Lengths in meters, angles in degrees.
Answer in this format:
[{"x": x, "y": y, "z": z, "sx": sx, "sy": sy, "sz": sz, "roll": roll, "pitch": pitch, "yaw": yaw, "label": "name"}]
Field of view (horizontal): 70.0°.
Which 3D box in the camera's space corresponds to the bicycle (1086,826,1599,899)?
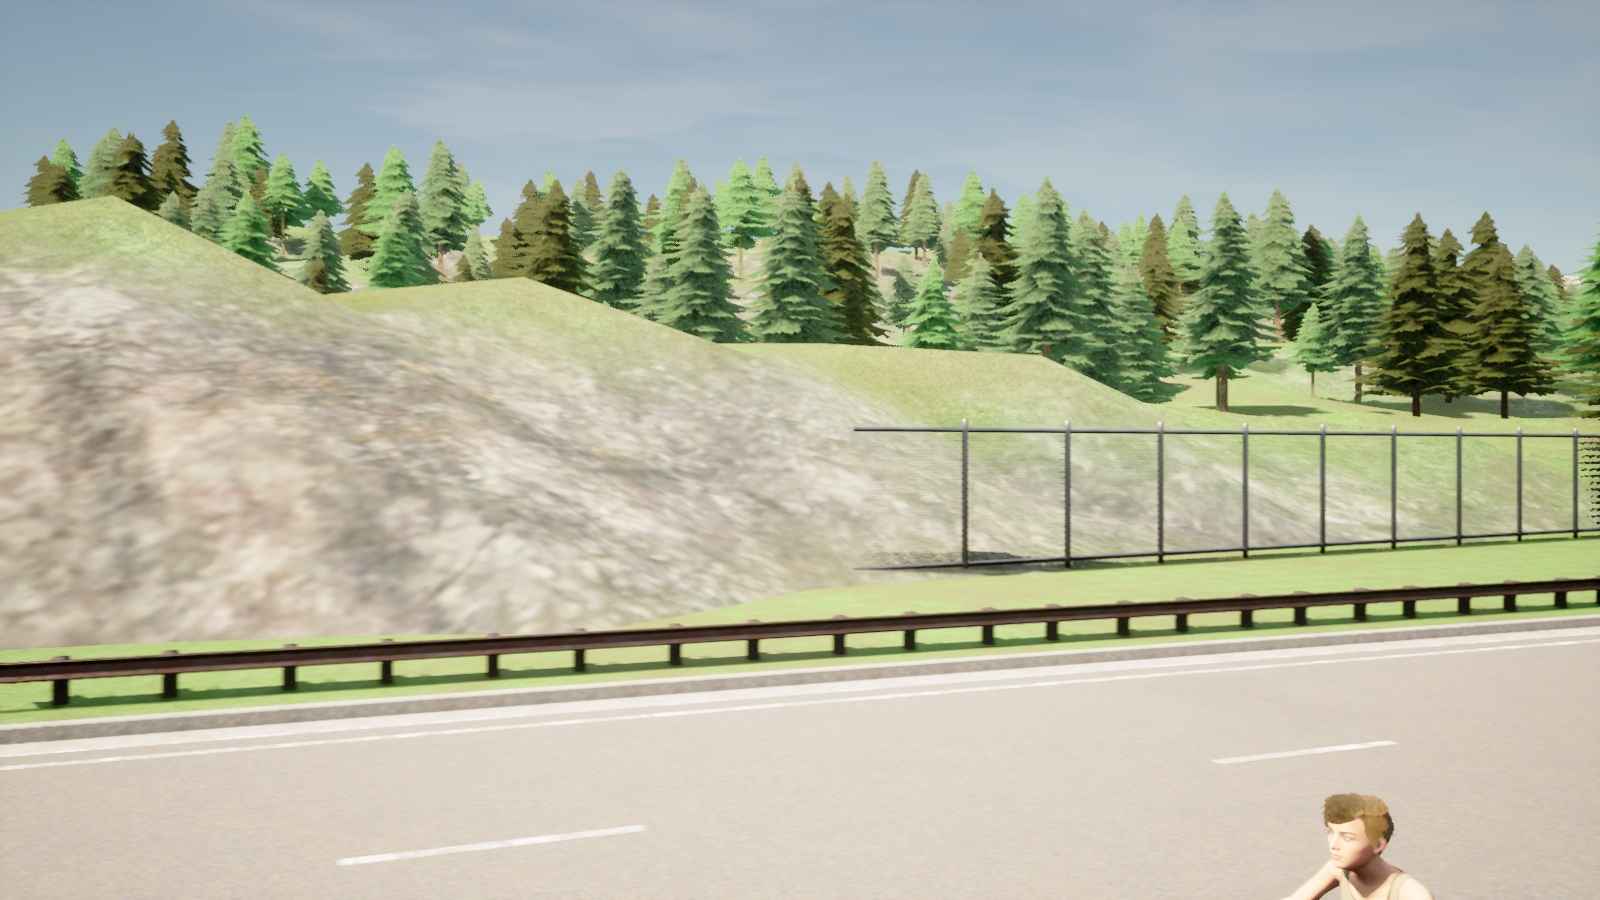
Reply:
[{"x": 1.878, "y": 2.158, "z": 3.966, "sx": 1.487, "sy": 1.277, "sz": 0.859, "roll": 0, "pitch": 0, "yaw": -20, "label": "bicycle"}]
